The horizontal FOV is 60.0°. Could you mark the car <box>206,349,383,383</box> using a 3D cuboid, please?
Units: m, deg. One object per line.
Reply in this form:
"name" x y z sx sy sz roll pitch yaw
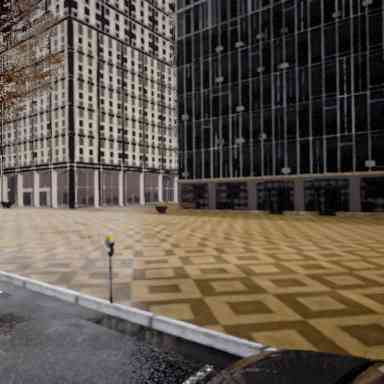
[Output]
"car" 1.906 1.550 1.529 4.403 1.369 2.008 0 -1 36
